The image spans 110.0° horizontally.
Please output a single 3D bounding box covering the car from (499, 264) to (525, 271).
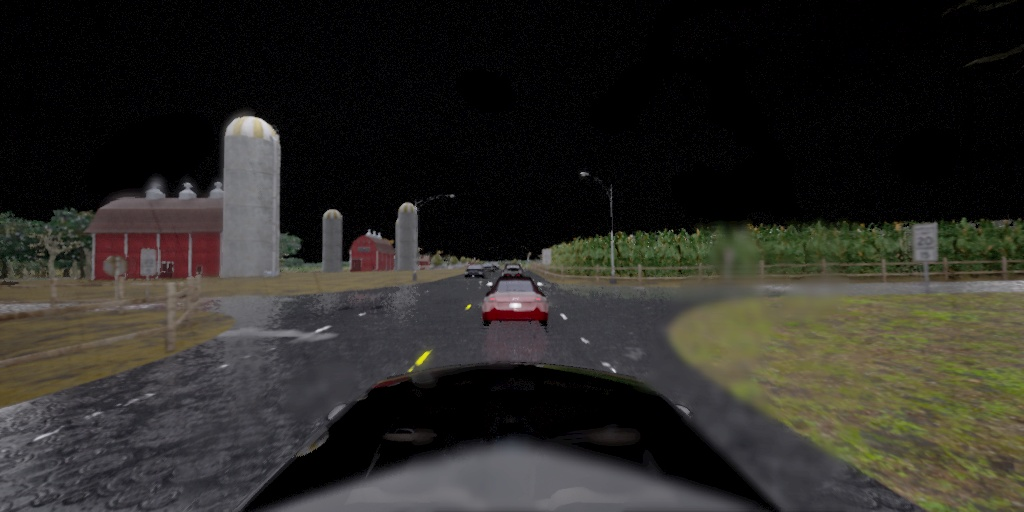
[{"bbox_3d":[0.089,1.446,32.139,1.837,1.490,4.892,0,-1,0],"label":"car"}]

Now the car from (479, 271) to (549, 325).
[{"bbox_3d":[0.095,1.356,11.992,1.994,1.385,4.181,0,0,0],"label":"car"}]

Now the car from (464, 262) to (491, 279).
[{"bbox_3d":[-3.608,1.532,36.083,2.033,1.411,5.357,0,-1,0],"label":"car"}]

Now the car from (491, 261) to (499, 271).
[{"bbox_3d":[-3.563,1.776,54.365,2.033,1.411,5.357,0,-1,1],"label":"car"}]
